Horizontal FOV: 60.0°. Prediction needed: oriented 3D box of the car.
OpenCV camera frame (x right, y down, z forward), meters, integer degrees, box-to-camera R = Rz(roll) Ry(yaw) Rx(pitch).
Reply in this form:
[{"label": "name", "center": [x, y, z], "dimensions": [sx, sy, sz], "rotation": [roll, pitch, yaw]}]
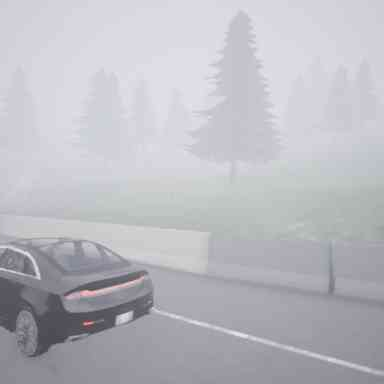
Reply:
[{"label": "car", "center": [-2.864, 1.609, 6.246], "dimensions": [4.902, 1.511, 2.128], "rotation": [-1, -1, 38]}]
